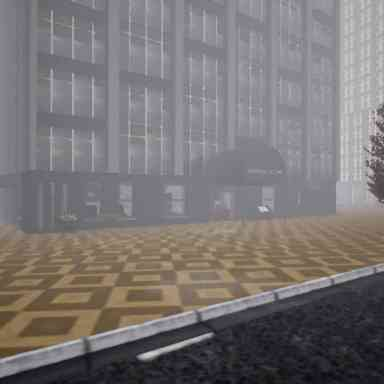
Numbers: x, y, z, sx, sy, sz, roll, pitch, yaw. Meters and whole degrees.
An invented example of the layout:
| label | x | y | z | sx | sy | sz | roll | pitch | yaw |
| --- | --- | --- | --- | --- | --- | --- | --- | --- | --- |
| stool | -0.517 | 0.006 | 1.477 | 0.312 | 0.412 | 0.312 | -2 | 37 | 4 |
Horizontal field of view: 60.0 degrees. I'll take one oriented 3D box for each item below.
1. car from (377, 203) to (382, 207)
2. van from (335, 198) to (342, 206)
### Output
| label | x | y | z | sx | sy | sz | roll | pitch | yaw |
| --- | --- | --- | --- | --- | --- | --- | --- | --- | --- |
| car | 37.181 | 2.127 | 62.815 | 1.947 | 1.339 | 4.313 | -1 | -1 | -22 |
| van | 27.298 | 1.974 | 64.885 | 1.690 | 1.788 | 3.998 | -1 | -1 | -22 |
